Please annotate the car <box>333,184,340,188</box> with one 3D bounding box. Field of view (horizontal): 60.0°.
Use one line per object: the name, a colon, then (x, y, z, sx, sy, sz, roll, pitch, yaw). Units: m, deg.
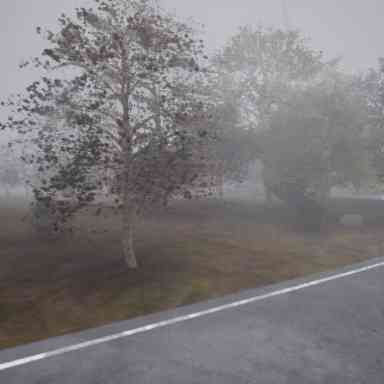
car: (33.137, -1.841, 76.824, 4.553, 1.767, 2.097, -7, 4, -41)
